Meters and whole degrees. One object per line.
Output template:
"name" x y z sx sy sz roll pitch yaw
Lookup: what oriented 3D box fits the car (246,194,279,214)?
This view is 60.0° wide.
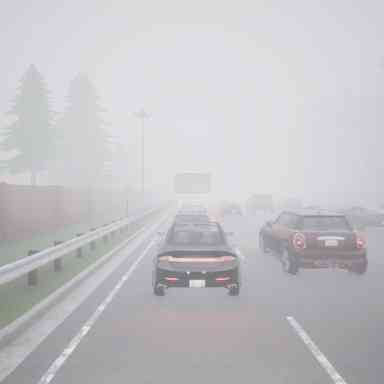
"car" 7.084 1.218 34.988 2.150 2.045 5.566 0 0 0

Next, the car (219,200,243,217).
"car" 3.588 1.526 31.471 1.812 1.442 4.674 0 0 0

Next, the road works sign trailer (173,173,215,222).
"road works sign trailer" 0.061 0.464 22.970 2.380 3.560 2.880 0 0 -2

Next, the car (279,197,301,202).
"car" 10.582 1.352 36.291 2.097 1.767 4.553 0 0 0

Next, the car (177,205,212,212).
"car" 0.110 1.474 19.050 1.882 1.535 5.008 0 0 4

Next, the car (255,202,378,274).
"car" 3.596 1.351 10.714 2.097 1.767 4.553 0 0 0

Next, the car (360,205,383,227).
"car" 10.582 1.525 20.563 1.812 1.442 4.674 0 0 0

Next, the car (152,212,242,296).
"car" 0.096 1.491 8.627 2.128 1.511 4.902 0 0 0
